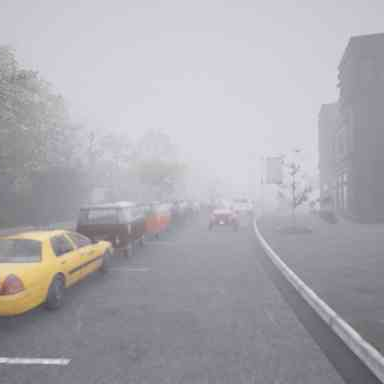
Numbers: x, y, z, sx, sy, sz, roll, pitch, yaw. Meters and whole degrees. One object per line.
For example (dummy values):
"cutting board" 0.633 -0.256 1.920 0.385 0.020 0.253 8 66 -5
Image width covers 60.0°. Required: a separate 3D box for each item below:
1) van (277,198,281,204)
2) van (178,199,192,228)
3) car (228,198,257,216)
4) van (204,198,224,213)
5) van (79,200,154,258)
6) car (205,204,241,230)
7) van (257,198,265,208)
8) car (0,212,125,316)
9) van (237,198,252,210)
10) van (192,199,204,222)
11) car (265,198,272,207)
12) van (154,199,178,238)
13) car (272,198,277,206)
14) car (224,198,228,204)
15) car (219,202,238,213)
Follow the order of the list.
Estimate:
"van" 21.118 2.657 87.044 1.878 1.987 4.442 -1 -2 27
"van" -1.485 1.540 24.487 1.878 1.987 4.442 -2 0 9
"car" 6.216 1.762 40.572 2.150 2.045 5.566 -1 -2 16
"van" 2.243 1.829 40.824 1.878 1.987 4.442 -2 0 14
"van" -2.984 1.386 13.405 1.878 1.987 4.442 -2 0 3
"car" 2.247 1.777 23.158 1.812 1.442 4.674 0 -1 9
"van" 13.778 2.372 70.930 1.878 1.987 4.442 -2 0 22
"car" -3.402 1.545 7.901 1.946 1.575 5.366 -2 0 5
"van" 9.795 2.217 61.811 1.878 1.987 4.442 -2 0 22
"van" -0.462 1.629 29.972 1.878 1.987 4.442 -2 0 10
"car" 16.477 2.725 76.852 2.163 1.488 4.792 -2 0 23
"van" -2.330 1.459 18.961 1.878 1.987 4.442 -2 0 8
"car" 18.760 2.777 81.868 2.231 1.521 4.892 -2 0 23
"car" 3.862 1.907 46.083 2.435 2.045 5.566 -2 0 16
"car" 5.689 2.298 51.330 2.002 1.452 4.674 -2 0 20
